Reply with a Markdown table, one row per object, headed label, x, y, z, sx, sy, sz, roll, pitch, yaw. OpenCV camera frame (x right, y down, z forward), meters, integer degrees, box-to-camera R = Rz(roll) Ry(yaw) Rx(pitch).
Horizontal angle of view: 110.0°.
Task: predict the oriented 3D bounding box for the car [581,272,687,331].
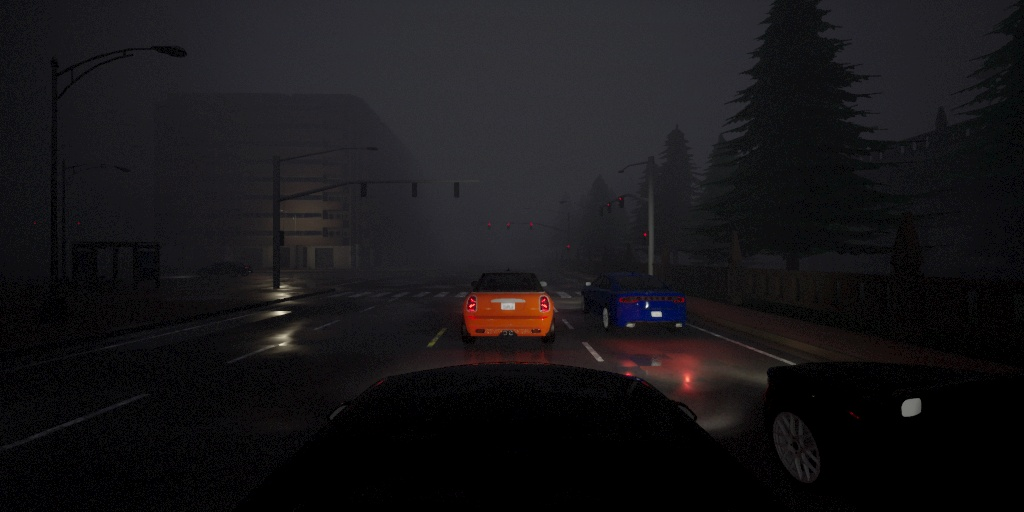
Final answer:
| label | x | y | z | sx | sy | sz | roll | pitch | yaw |
| --- | --- | --- | --- | --- | --- | --- | --- | --- | --- |
| car | 3.419 | 1.228 | 10.979 | 1.882 | 1.535 | 5.008 | 0 | 0 | 0 |

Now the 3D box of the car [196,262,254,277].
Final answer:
| label | x | y | z | sx | sy | sz | roll | pitch | yaw |
| --- | --- | --- | --- | --- | --- | --- | --- | --- | --- |
| car | -28.537 | 1.310 | 35.655 | 4.892 | 1.490 | 1.837 | 0 | 0 | -1 |

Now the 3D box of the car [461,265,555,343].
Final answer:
| label | x | y | z | sx | sy | sz | roll | pitch | yaw |
| --- | --- | --- | --- | --- | --- | --- | --- | --- | --- |
| car | -0.081 | 1.102 | 9.835 | 2.097 | 1.767 | 4.553 | 0 | 0 | 0 |

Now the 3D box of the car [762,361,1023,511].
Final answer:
| label | x | y | z | sx | sy | sz | roll | pitch | yaw |
| --- | --- | --- | --- | --- | --- | --- | --- | --- | --- |
| car | 3.288 | 1.228 | 1.453 | 1.882 | 1.535 | 5.008 | 0 | 0 | 3 |
